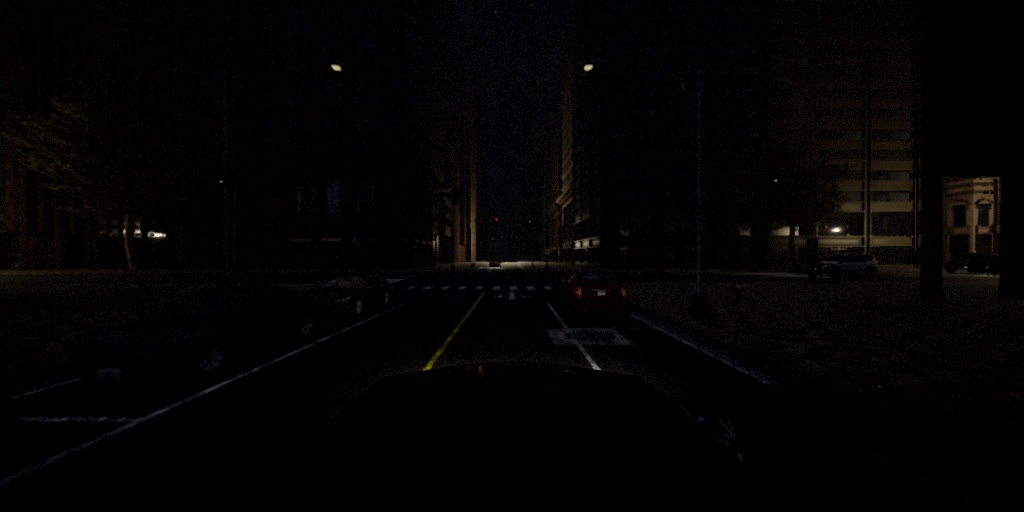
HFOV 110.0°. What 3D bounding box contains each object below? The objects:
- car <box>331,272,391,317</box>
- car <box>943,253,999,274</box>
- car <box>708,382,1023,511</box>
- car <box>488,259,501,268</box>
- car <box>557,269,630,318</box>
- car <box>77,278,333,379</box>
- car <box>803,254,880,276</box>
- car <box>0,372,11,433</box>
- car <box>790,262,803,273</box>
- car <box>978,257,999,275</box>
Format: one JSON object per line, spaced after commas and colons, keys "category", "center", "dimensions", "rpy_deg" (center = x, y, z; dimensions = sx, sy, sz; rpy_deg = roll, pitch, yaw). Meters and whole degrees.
{"category": "car", "center": [-5.761, 1.290, 12.953], "dimensions": [2.007, 1.370, 4.403], "rpy_deg": [0, 0, 0]}
{"category": "car", "center": [49.141, 0.718, 37.778], "dimensions": [5.566, 2.045, 2.150], "rpy_deg": [0, 0, 0]}
{"category": "car", "center": [2.762, 1.316, 1.681], "dimensions": [1.948, 1.339, 4.313], "rpy_deg": [0, 0, 0]}
{"category": "car", "center": [-3.007, 1.232, 62.232], "dimensions": [1.882, 1.535, 5.008], "rpy_deg": [0, 2, 0]}
{"category": "car", "center": [2.764, 1.179, 12.953], "dimensions": [1.967, 1.591, 4.097], "rpy_deg": [0, 0, 0]}
{"category": "car", "center": [-5.762, 1.311, 7.316], "dimensions": [1.948, 1.339, 4.313], "rpy_deg": [0, 0, 0]}
{"category": "car", "center": [32.016, 0.852, 34.585], "dimensions": [5.566, 2.045, 2.150], "rpy_deg": [-1, 0, 0]}
{"category": "car", "center": [-5.763, 1.316, 1.680], "dimensions": [1.948, 1.339, 4.313], "rpy_deg": [0, 0, 0]}
{"category": "car", "center": [32.107, 1.106, 37.829], "dimensions": [4.902, 1.511, 2.128], "rpy_deg": [0, 0, 0]}
{"category": "car", "center": [49.179, 1.061, 34.530], "dimensions": [5.357, 1.411, 2.033], "rpy_deg": [0, 0, 0]}
